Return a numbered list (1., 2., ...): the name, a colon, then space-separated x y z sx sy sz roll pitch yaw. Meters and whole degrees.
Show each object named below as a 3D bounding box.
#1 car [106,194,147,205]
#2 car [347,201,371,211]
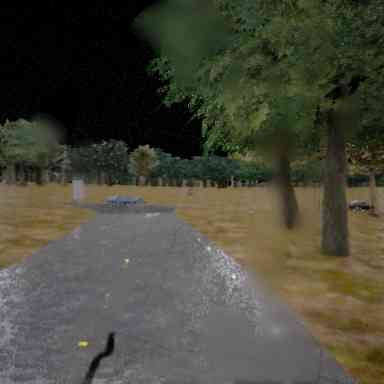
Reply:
1. car: -8.806 1.030 44.862 5.357 1.411 2.033 2 -1 -11
2. car: 26.475 2.166 51.864 4.892 1.490 1.837 2 -1 -11
